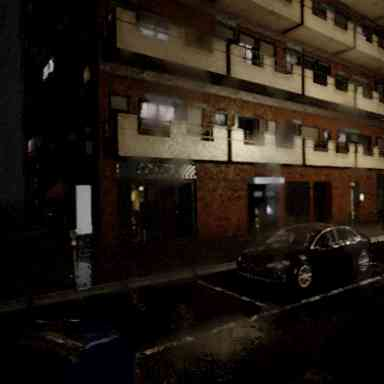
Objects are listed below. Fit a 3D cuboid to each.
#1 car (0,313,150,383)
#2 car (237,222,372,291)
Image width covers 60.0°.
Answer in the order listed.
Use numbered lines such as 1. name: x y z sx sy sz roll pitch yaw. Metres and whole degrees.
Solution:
1. car: -2.415 1.535 1.634 4.674 1.442 1.812 0 0 -36
2. car: 3.116 1.527 8.845 4.403 1.369 2.008 0 -1 -36
